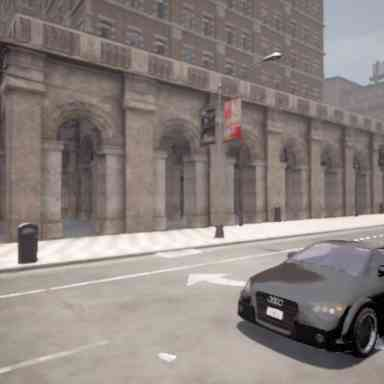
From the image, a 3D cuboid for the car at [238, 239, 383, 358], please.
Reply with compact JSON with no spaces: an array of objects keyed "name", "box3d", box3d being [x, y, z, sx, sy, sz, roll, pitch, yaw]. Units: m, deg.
[{"name":"car","box3d":[2.818,1.614,6.118,4.181,1.385,1.994,0,-1,-37]}]
